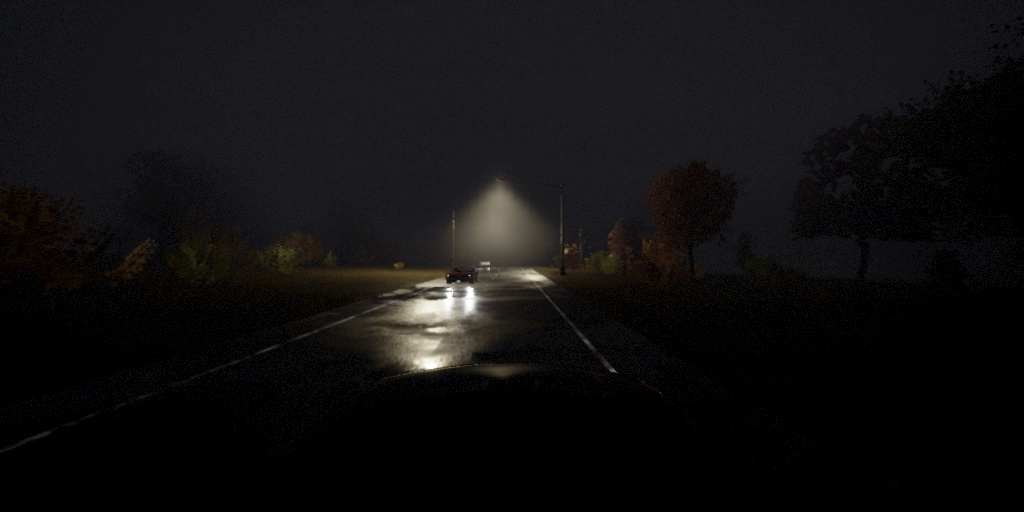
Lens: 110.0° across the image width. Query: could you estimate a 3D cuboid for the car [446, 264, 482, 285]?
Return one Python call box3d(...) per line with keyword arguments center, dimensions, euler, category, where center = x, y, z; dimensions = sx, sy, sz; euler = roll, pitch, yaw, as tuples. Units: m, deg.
box3d(center=(-3.595, 1.408, 26.433), dimensions=(1.895, 1.301, 4.718), euler=(0, 0, 0), category="car")
